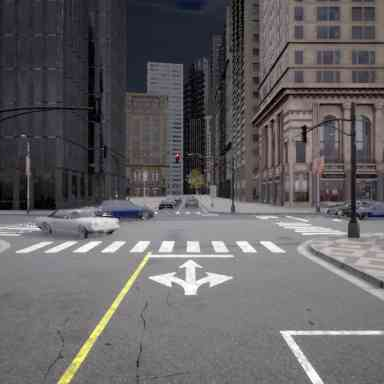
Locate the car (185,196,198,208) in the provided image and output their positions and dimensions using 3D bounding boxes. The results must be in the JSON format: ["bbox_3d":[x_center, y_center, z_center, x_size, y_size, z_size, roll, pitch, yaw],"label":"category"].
[{"bbox_3d":[-0.056,1.565,50.839,2.128,1.511,4.902,0,0,0],"label":"car"}]

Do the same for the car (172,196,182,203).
[{"bbox_3d":[-3.244,1.611,71.839,1.882,1.535,5.008,0,0,0],"label":"car"}]

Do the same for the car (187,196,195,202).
[{"bbox_3d":[-0.283,1.694,80.695,1.812,1.442,4.674,0,0,0],"label":"car"}]

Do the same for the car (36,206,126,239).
[{"bbox_3d":[-5.949,1.573,17.286,4.718,1.301,1.895,0,0,34],"label":"car"}]

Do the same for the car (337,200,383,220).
[{"bbox_3d":[14.998,1.517,26.760,5.357,1.411,2.033,0,0,0],"label":"car"}]

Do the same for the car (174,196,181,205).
[{"bbox_3d":[-3.241,1.569,52.279,2.128,1.511,4.902,0,0,0],"label":"car"}]

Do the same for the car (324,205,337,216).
[{"bbox_3d":[14.518,1.488,30.056,4.902,1.511,2.128,0,0,-2],"label":"car"}]

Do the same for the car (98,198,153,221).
[{"bbox_3d":[-5.344,1.363,26.082,4.553,1.767,2.097,0,-1,-28],"label":"car"}]

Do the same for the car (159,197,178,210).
[{"bbox_3d":[-3.204,1.655,42.883,1.895,1.301,4.718,0,0,0],"label":"car"}]
